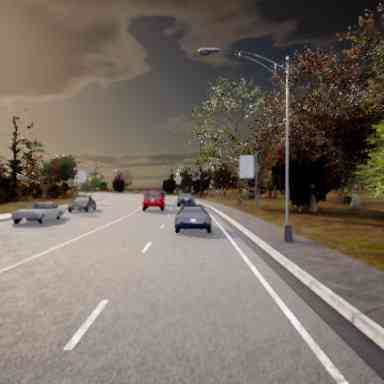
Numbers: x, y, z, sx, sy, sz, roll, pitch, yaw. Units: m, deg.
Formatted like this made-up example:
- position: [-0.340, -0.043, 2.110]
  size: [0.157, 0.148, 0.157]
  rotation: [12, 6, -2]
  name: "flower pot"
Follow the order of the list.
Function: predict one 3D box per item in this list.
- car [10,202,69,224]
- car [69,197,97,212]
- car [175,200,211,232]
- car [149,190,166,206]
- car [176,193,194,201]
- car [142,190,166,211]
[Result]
- position: [-10.593, 1.397, 23.199]
  size: [1.895, 1.301, 4.718]
  rotation: [0, 1, -1]
  name: "car"
- position: [-10.904, 1.194, 33.477]
  size: [1.812, 1.442, 4.674]
  rotation: [0, 1, -2]
  name: "car"
- position: [0.043, 1.406, 19.036]
  size: [1.994, 1.385, 4.181]
  rotation: [0, 1, -1]
  name: "car"
- position: [-4.872, 0.710, 46.693]
  size: [2.150, 2.045, 5.566]
  rotation: [0, 1, -7]
  name: "car"
- position: [-0.840, 0.913, 41.492]
  size: [2.097, 1.767, 4.553]
  rotation: [0, 1, -4]
  name: "car"
- position: [-3.958, 0.873, 34.915]
  size: [2.150, 2.045, 5.566]
  rotation: [0, 1, -3]
  name: "car"
